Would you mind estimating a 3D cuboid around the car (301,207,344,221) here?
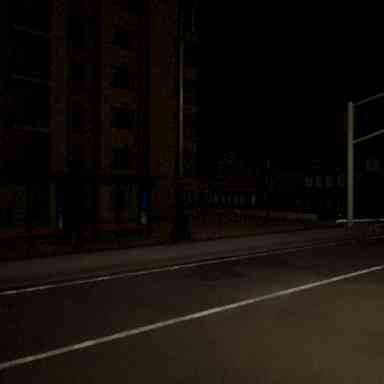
[{"bbox_3d":[12.957,2.195,33.360,1.994,1.385,4.181,0,-5,-36],"label":"car"}]
